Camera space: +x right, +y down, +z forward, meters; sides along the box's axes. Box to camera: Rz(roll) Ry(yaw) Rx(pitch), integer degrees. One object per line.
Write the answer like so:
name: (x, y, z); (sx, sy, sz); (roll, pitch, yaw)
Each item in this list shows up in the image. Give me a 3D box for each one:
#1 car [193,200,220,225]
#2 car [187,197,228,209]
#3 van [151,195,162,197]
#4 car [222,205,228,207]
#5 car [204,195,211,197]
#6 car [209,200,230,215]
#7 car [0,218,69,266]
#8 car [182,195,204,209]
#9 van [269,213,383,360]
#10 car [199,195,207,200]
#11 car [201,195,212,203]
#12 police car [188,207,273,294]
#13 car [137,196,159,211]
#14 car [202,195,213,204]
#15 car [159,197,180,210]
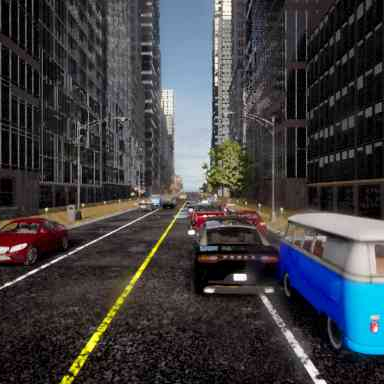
car: (0.983, 1.455, 25.021); (1.801, 1.575, 5.366); (0, 0, 0)
car: (0.912, 1.351, 18.794); (2.097, 1.767, 4.553); (0, 0, 0)
van: (-5.520, 1.328, 51.377); (1.690, 1.788, 3.998); (0, 0, 0)
car: (2.747, 1.581, 17.190); (1.802, 1.307, 4.206); (0, 0, 0)
car: (2.842, 1.544, 45.653); (2.008, 1.369, 4.403); (0, 0, 0)
car: (2.804, 1.581, 34.268); (1.802, 1.307, 4.206); (0, 0, 0)
car: (-5.653, 1.582, 11.529); (1.802, 1.307, 4.206); (0, 0, 0)
car: (0.160, 1.485, 45.729); (2.128, 1.511, 4.902); (0, 0, 0)
van: (2.709, 1.341, 5.807); (1.690, 1.788, 3.998); (0, 0, 0)
car: (2.994, 1.462, 91.193); (1.887, 1.381, 4.507); (0, 0, 0)
car: (2.918, 1.401, 68.422); (1.967, 1.590, 4.097); (0, 0, 0)
police car: (0.929, 1.425, 8.941); (1.930, 1.638, 5.238); (0, 0, 0)
car: (-5.558, 1.548, 39.992); (2.008, 1.369, 4.403); (0, 0, 0)
car: (2.899, 1.410, 62.730); (1.967, 1.590, 4.097); (0, 0, 0)
car: (-2.861, 1.596, 42.396); (1.895, 1.301, 4.718); (0, 0, 0)
